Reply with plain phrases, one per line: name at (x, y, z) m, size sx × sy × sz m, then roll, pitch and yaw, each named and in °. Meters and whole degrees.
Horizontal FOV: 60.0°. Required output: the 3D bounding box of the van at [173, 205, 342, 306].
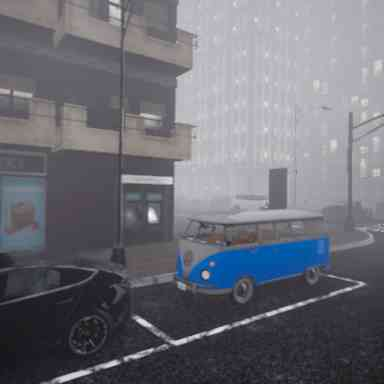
van at (1.518, 1.336, 7.789) m, size 3.998 × 1.788 × 1.690 m, roll 0°, pitch 1°, yaw -35°

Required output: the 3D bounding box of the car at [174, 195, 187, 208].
car at (-2.896, 1.405, 38.603) m, size 2.008 × 1.369 × 4.403 m, roll 1°, pitch -1°, yaw -35°

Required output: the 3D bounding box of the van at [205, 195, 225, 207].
van at (3.940, 1.350, 43.455) m, size 1.690 × 1.788 × 3.998 m, roll 1°, pitch -1°, yaw -35°

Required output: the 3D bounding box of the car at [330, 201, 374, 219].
car at (13.749, 1.473, 29.638) m, size 1.967 × 1.590 × 4.097 m, roll 1°, pitch -1°, yaw -35°

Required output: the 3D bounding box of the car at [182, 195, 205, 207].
car at (0.666, 1.552, 48.059) m, size 2.008 × 1.369 × 4.403 m, roll 1°, pitch -1°, yaw -35°

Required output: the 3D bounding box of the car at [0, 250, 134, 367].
car at (-2.897, 1.566, 4.437) m, size 4.313 × 1.339 × 1.947 m, roll 0°, pitch 1°, yaw -35°

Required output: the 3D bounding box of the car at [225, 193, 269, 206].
car at (5.966, 1.139, 30.604) m, size 2.150 × 2.045 × 5.566 m, roll 1°, pitch -1°, yaw -35°
